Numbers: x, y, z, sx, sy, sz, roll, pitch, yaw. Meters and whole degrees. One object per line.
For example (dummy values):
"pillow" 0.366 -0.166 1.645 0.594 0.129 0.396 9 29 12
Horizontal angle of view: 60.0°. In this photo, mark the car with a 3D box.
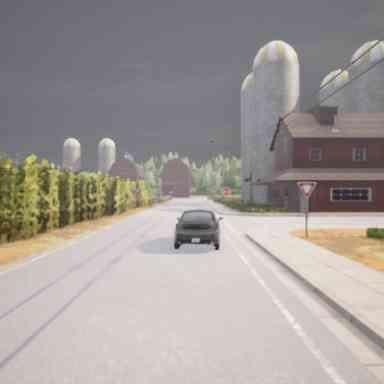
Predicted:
"car" 0.319 1.518 14.676 1.837 1.490 4.892 0 0 4
